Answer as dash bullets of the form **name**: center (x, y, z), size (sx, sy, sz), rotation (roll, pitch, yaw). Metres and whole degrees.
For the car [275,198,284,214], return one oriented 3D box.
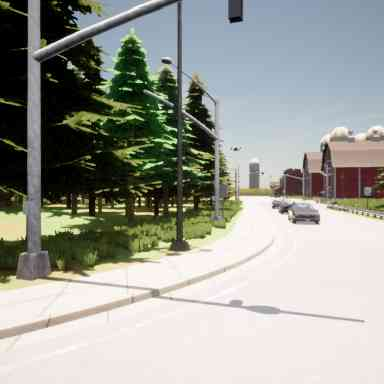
- **car**: center (10.116, 1.601, 34.804), size (1.895, 1.301, 4.718), rotation (0, 0, 10)

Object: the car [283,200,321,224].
- **car**: center (8.389, 1.547, 25.308), size (2.033, 1.411, 5.357), rotation (0, 0, 10)

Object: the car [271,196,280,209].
- **car**: center (11.786, 1.564, 44.727), size (1.994, 1.385, 4.181), rotation (0, 0, 9)
